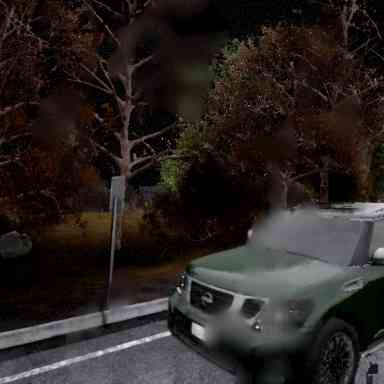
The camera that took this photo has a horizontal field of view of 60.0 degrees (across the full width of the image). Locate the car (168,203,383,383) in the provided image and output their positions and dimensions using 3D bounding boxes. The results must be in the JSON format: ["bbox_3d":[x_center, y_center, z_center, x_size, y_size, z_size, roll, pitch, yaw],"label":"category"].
[{"bbox_3d":[2.340,1.227,5.355,5.566,2.045,2.150,0,0,-36],"label":"car"}]
